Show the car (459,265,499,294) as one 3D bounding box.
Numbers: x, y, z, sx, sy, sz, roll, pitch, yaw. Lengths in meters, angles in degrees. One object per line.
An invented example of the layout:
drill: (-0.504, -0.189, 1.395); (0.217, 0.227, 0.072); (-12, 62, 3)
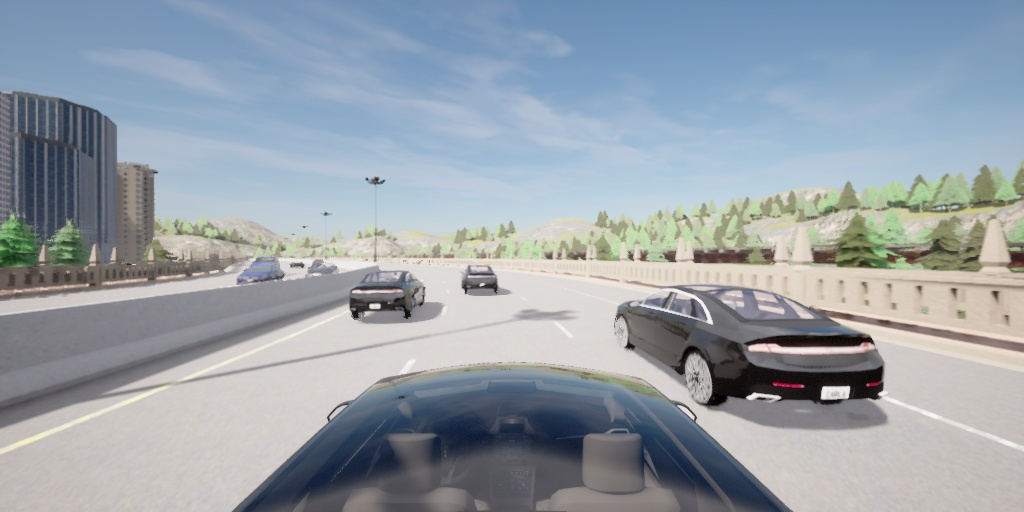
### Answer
car: (-1.932, 1.250, 20.484); (2.128, 1.511, 4.902); (0, 0, -10)

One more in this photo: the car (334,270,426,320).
car: (-4.273, 1.258, 12.860); (2.128, 1.511, 4.902); (0, 0, -7)

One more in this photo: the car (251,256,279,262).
car: (-26.236, 1.068, 38.357); (2.150, 2.045, 5.566); (0, 0, -26)

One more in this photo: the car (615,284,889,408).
car: (3.302, 1.231, 6.205); (2.128, 1.511, 4.902); (0, 0, -3)

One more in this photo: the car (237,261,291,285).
car: (-17.659, 1.340, 25.502); (1.812, 1.442, 4.674); (0, 0, -17)

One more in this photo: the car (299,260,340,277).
car: (-14.980, 1.297, 28.664); (2.128, 1.511, 4.902); (0, 0, -18)
